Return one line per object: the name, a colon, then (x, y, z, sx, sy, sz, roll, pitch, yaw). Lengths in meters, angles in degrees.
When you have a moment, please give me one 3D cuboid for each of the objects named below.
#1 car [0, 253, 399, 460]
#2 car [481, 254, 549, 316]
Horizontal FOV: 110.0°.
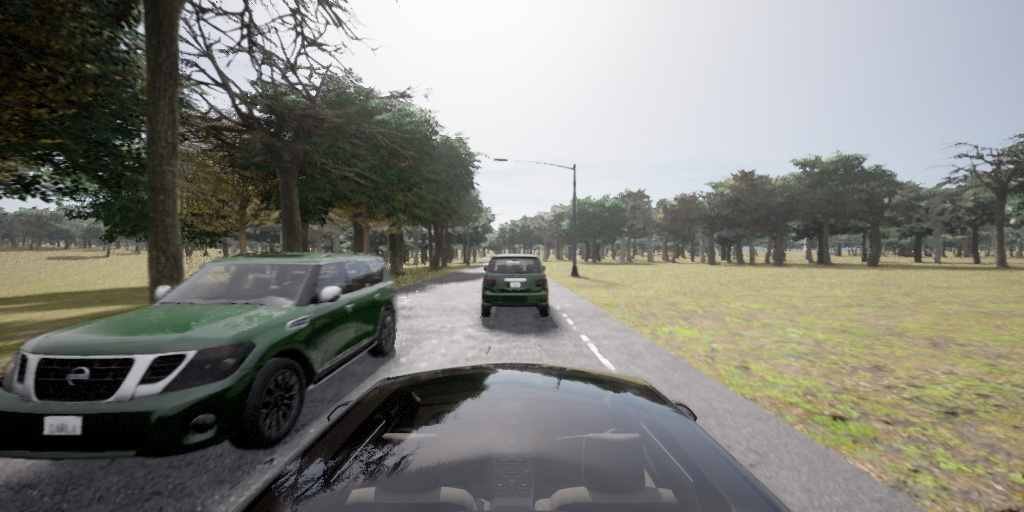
car: (-3.497, 0.961, 5.555, 2.150, 2.045, 5.566, 0, 0, 0)
car: (0.102, 0.941, 13.262, 2.150, 2.045, 5.566, 0, 0, 0)
